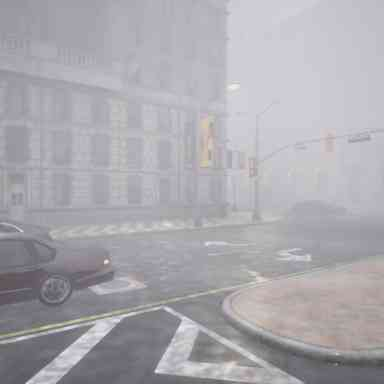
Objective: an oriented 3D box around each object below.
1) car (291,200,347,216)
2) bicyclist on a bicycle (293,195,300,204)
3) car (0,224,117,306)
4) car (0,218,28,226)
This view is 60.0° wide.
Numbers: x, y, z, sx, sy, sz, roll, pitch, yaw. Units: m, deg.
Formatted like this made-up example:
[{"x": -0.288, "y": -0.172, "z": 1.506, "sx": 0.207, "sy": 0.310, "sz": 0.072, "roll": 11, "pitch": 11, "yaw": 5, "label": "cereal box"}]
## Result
[{"x": 12.604, "y": 1.548, "z": 33.324, "sx": 2.033, "sy": 1.411, "sz": 5.357, "roll": 0, "pitch": 0, "yaw": -35, "label": "car"}, {"x": 17.958, "y": 1.300, "z": 57.135, "sx": 1.656, "sy": 1.620, "sz": 0.582, "roll": 0, "pitch": 0, "yaw": -35, "label": "bicyclist on a bicycle"}, {"x": -4.260, "y": 1.547, "z": 6.498, "sx": 5.357, "sy": 1.411, "sz": 2.033, "roll": 0, "pitch": 0, "yaw": -34, "label": "car"}, {"x": -6.449, "y": 1.492, "z": 9.282, "sx": 4.902, "sy": 1.511, "sz": 2.128, "roll": 0, "pitch": 0, "yaw": -37, "label": "car"}]
